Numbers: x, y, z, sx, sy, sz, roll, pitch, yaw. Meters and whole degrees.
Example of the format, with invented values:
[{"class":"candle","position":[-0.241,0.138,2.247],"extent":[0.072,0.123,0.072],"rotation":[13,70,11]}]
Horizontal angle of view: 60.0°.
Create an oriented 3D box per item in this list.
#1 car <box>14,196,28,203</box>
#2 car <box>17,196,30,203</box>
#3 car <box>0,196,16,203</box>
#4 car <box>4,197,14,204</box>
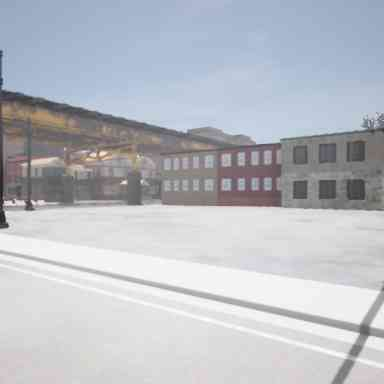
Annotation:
[{"class":"car","position":[-31.145,1.472,61.601],"extent":[2.038,1.542,4.974],"rotation":[0,0,-23]},{"class":"car","position":[-31.166,1.315,61.649],"extent":[1.853,1.218,4.536],"rotation":[0,0,-23]},{"class":"car","position":[-34.725,1.316,60.394],"extent":[4.536,1.218,1.853],"rotation":[0,0,7]},{"class":"car","position":[-34.674,1.473,60.388],"extent":[4.974,1.542,2.038],"rotation":[0,0,7]}]
